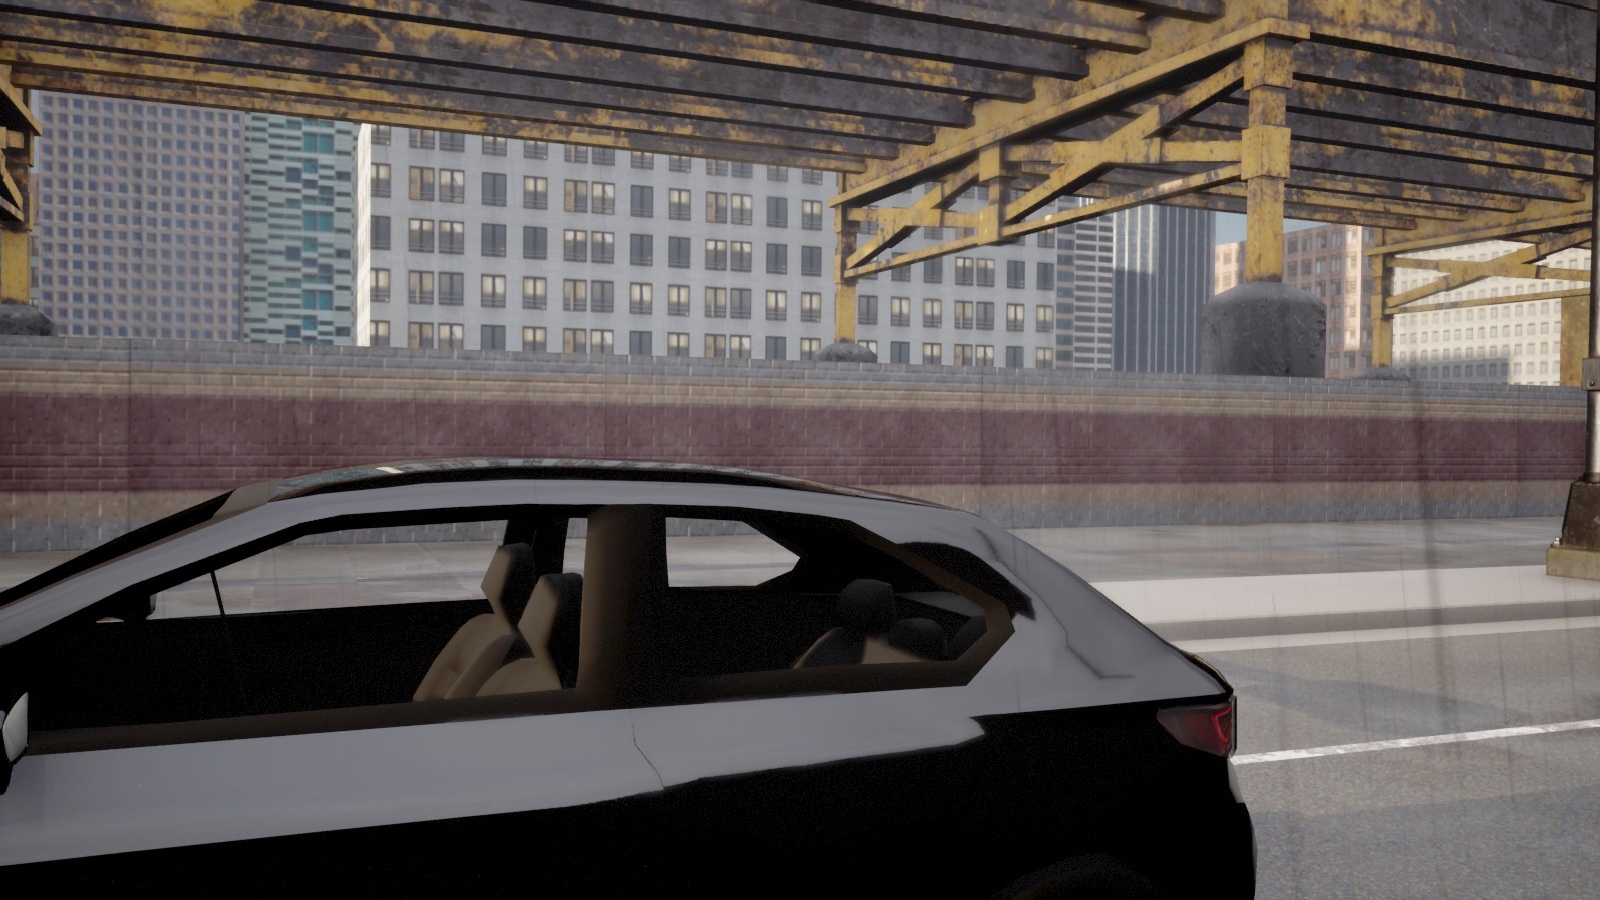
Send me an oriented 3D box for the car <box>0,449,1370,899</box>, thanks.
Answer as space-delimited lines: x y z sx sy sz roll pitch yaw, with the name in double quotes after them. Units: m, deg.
-1.042 0.777 2.843 4.193 1.474 1.816 -1 1 -21 "car"
